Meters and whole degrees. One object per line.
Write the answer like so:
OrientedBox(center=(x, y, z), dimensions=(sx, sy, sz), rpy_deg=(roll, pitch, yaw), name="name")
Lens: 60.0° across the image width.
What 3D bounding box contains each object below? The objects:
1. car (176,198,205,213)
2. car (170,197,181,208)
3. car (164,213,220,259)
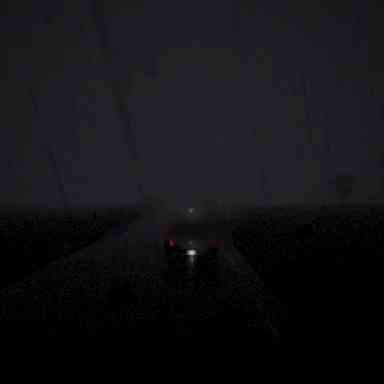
OrientedBox(center=(0.002, 1.643, 28.401), dimensions=(2.097, 1.767, 4.553), rpy_deg=(0, -1, 0), name="car")
OrientedBox(center=(-2.843, 1.862, 60.943), dimensions=(2.150, 2.045, 5.566), rpy_deg=(0, -1, 1), name="car")
OrientedBox(center=(0.010, 1.736, 13.232), dimensions=(1.895, 1.301, 4.718), rpy_deg=(0, -1, 0), name="car")
